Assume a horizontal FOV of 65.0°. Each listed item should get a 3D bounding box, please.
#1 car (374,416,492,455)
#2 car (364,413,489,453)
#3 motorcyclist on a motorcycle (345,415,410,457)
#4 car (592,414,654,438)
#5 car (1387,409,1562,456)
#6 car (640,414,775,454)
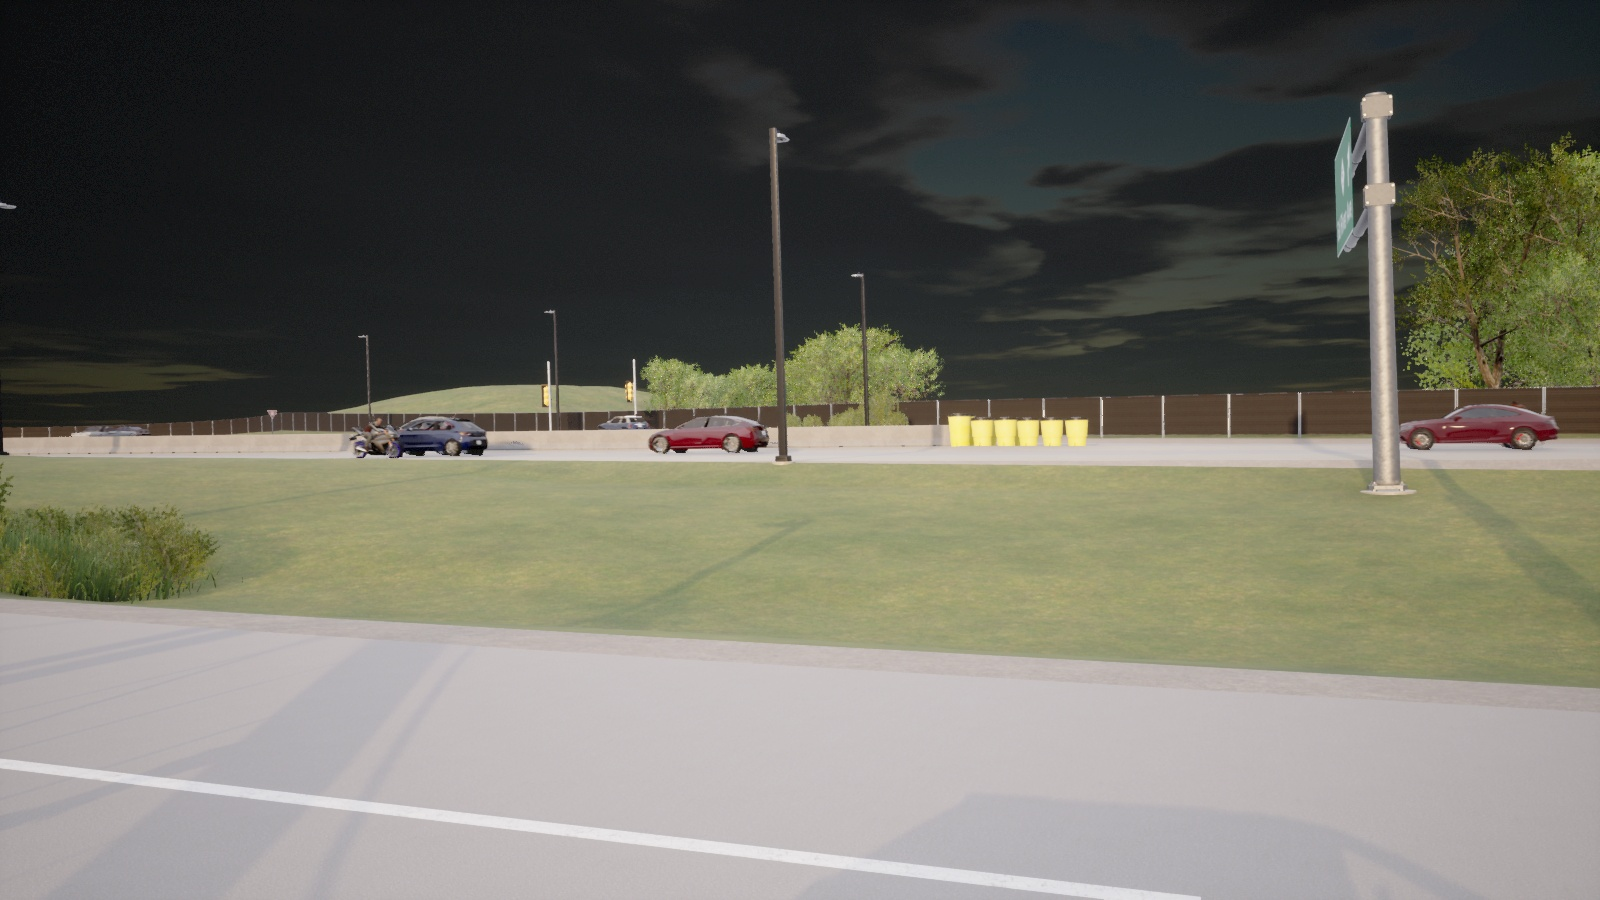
[{"bbox_3d":[-14.387,-0.579,49.241,4.193,1.474,1.816,0,1,20],"label":"car"},{"bbox_3d":[-15.899,-0.716,53.513,4.856,1.649,2.033,0,1,20],"label":"car"},{"bbox_3d":[-15.436,-0.510,45.899,2.191,1.530,0.866,0,1,20],"label":"motorcyclist on a motorcycle"},{"bbox_3d":[-11.158,-1.518,79.029,1.970,1.475,3.806,-2,2,-43],"label":"car"},{"bbox_3d":[21.360,-0.552,39.970,4.674,1.442,1.812,0,1,20],"label":"car"},{"bbox_3d":[-3.618,-0.621,49.050,4.792,1.488,2.163,0,1,20],"label":"car"}]
